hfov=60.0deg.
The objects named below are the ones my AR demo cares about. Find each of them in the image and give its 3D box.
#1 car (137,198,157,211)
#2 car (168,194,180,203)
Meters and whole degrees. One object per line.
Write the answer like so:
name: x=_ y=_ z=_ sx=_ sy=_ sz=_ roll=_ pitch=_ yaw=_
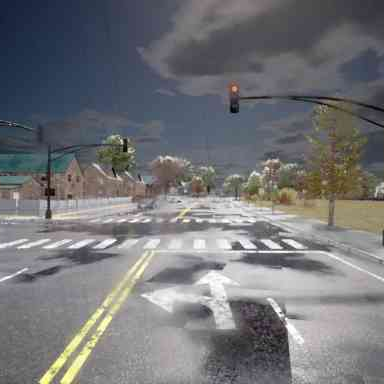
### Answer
car: x=-5.606 y=1.556 z=41.465 sx=2.128 sy=1.511 sz=4.902 roll=0 pitch=0 yaw=2
car: x=-3.830 y=1.360 z=71.071 sx=2.150 sy=2.045 sz=5.566 roll=0 pitch=0 yaw=4
